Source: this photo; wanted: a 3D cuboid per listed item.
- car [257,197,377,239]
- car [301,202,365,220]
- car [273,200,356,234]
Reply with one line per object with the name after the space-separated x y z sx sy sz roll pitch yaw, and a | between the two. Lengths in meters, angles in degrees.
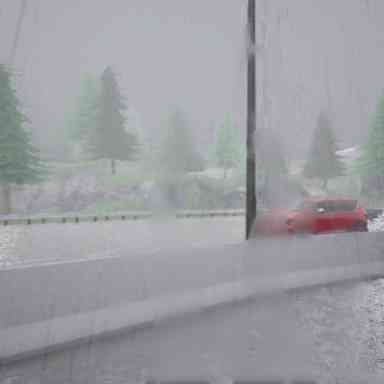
5.691 1.272 15.458 5.566 2.045 2.150 0 0 -27 | car
12.689 1.653 29.981 5.357 1.411 2.033 0 0 -19 | car
7.404 1.419 20.136 4.553 1.767 2.097 0 0 -25 | car
